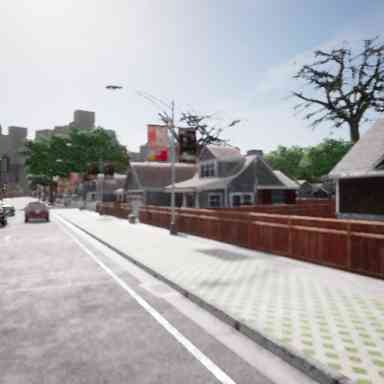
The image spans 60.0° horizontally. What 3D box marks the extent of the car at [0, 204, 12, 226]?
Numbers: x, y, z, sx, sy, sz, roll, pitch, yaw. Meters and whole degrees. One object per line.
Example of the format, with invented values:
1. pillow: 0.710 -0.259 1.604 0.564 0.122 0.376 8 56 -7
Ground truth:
1. car: -16.145 1.940 27.229 1.882 1.535 5.008 0 -1 -26

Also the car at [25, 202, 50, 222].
1. car: -14.868 1.858 31.987 2.097 1.767 4.553 0 -1 -26

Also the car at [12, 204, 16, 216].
1. car: -22.719 2.163 40.759 2.128 1.511 4.902 0 -1 -26

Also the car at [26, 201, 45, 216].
1. car: -19.788 2.013 41.970 2.097 1.767 4.553 0 -1 -26
